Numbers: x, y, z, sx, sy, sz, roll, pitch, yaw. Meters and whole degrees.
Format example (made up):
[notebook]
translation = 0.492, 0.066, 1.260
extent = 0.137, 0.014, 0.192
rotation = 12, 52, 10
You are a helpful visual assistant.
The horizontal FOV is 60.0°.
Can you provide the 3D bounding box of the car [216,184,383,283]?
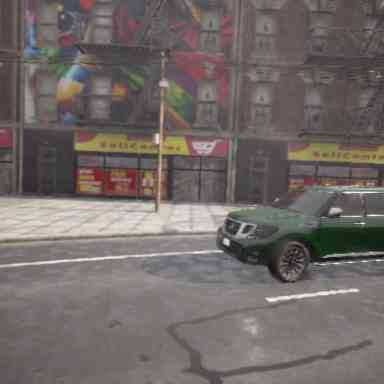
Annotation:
[car]
translation = 3.434, 0.835, 8.315
extent = 5.566, 2.045, 2.150
rotation = 1, 3, -18
